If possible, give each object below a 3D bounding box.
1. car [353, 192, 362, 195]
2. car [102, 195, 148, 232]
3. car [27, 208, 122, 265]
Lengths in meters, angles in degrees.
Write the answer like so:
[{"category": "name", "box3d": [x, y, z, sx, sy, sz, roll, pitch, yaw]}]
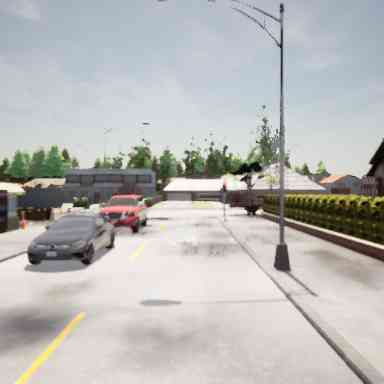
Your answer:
[{"category": "car", "box3d": [38.005, 0.919, 75.540, 1.905, 1.878, 3.866, 0, 0, 0]}, {"category": "car", "box3d": [-4.035, 1.201, 20.168, 2.150, 2.045, 5.566, 0, 0, 0]}, {"category": "car", "box3d": [-4.001, 1.513, 11.807, 1.812, 1.442, 4.674, 0, 0, 0]}]
